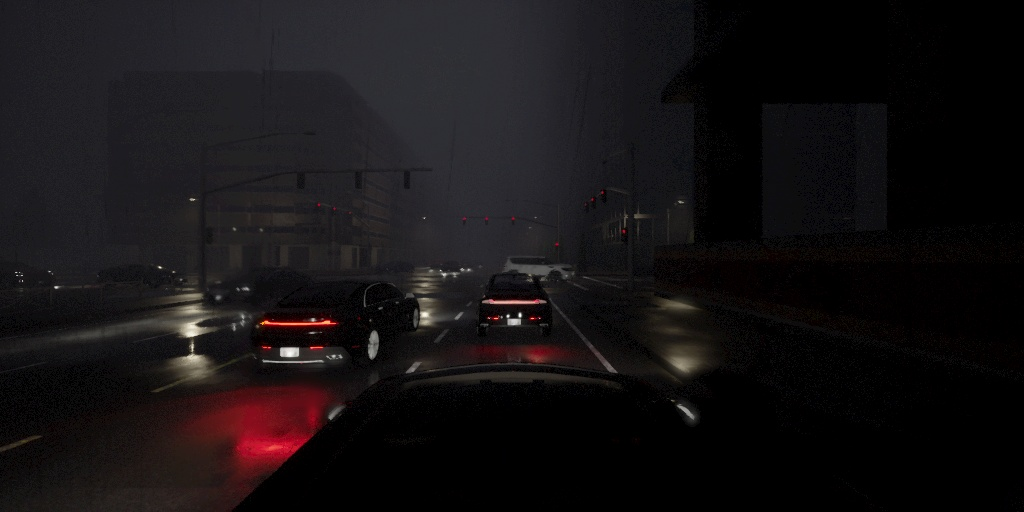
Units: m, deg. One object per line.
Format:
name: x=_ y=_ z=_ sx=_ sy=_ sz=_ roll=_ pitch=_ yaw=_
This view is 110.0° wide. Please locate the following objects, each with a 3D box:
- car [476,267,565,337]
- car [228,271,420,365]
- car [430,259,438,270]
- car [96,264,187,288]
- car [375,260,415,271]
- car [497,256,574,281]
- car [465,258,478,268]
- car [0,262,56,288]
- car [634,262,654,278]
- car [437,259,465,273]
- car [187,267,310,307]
car: x=0.060 y=1.242 z=10.337 sx=2.128 sy=1.511 sz=4.902 roll=0 pitch=0 yaw=0
car: x=-3.451 y=1.255 z=8.018 sx=1.837 sy=1.490 sz=4.892 roll=0 pitch=0 yaw=0
car: x=-10.966 y=1.227 z=54.005 sx=1.882 sy=1.535 sz=5.008 roll=0 pitch=0 yaw=0
car: x=-24.325 y=1.297 z=23.697 sx=4.902 sy=1.511 sz=2.128 roll=0 pitch=0 yaw=0
car: x=-12.429 y=1.246 z=38.232 sx=1.882 sy=1.535 sz=5.008 roll=1 pitch=1 yaw=20
car: x=1.992 y=0.999 z=27.934 sx=5.566 sy=2.045 sz=2.150 roll=0 pitch=1 yaw=22
car: x=-7.417 y=1.238 z=59.257 sx=2.128 sy=1.511 sz=4.902 roll=0 pitch=0 yaw=1
car: x=-33.392 y=1.157 z=23.716 sx=4.553 sy=1.767 sz=2.097 roll=0 pitch=0 yaw=0
car: x=13.951 y=1.297 z=34.326 sx=4.902 sy=1.511 sz=2.128 roll=0 pitch=0 yaw=0
car: x=-7.380 y=1.297 z=43.921 sx=2.033 sy=1.411 sz=5.357 roll=0 pitch=0 yaw=-2
car: x=-10.636 y=1.240 z=15.442 sx=2.128 sy=1.511 sz=4.902 roll=0 pitch=0 yaw=0
